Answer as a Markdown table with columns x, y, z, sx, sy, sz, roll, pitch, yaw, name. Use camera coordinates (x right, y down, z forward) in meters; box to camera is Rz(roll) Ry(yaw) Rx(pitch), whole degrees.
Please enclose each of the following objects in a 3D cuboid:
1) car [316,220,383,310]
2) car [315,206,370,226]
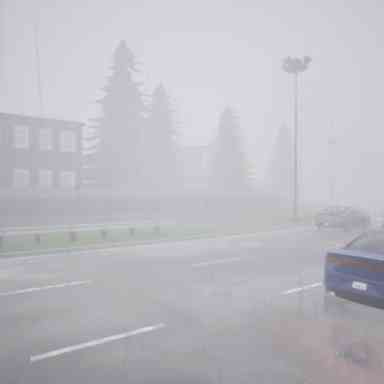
| x | y | z | sx | sy | sz | roll | pitch | yaw | name |
| --- | --- | --- | --- | --- | --- | --- | --- | --- | --- |
| 4.930 | 1.529 | 7.402 | 5.008 | 1.535 | 1.882 | 0 | 0 | -38 | car |
| 9.304 | 1.612 | 20.349 | 4.902 | 1.511 | 2.128 | 1 | 0 | -44 | car |
